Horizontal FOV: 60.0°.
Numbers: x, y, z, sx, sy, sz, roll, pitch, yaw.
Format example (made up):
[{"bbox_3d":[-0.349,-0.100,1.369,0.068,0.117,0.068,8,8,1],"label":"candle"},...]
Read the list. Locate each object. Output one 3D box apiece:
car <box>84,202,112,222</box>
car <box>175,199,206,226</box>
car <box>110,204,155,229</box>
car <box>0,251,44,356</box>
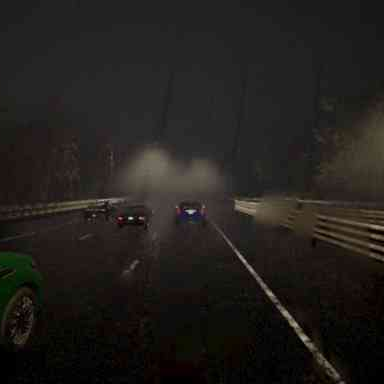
[{"bbox_3d":[-7.172,1.517,26.650,2.128,1.511,4.902,0,0,-1],"label":"car"},{"bbox_3d":[-0.122,1.372,23.773,2.097,1.767,4.553,0,0,-1],"label":"car"},{"bbox_3d":[-3.583,1.566,21.761,2.033,1.411,5.357,0,0,-1],"label":"car"},{"bbox_3d":[-3.412,1.223,2.904,2.150,2.045,5.566,0,0,0],"label":"car"}]
